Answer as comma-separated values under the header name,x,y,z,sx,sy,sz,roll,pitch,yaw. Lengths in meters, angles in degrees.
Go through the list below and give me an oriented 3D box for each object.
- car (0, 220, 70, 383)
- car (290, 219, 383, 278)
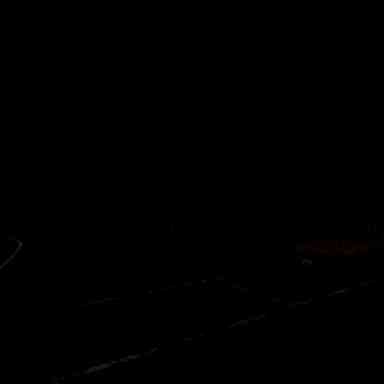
name,x,y,z,sx,sy,sz,roll,pitch,yaw
car,-3.980,1.315,3.688,5.009,1.841,2.192,0,0,-36
car,5.015,1.527,10.138,4.829,1.417,1.752,0,1,-34
